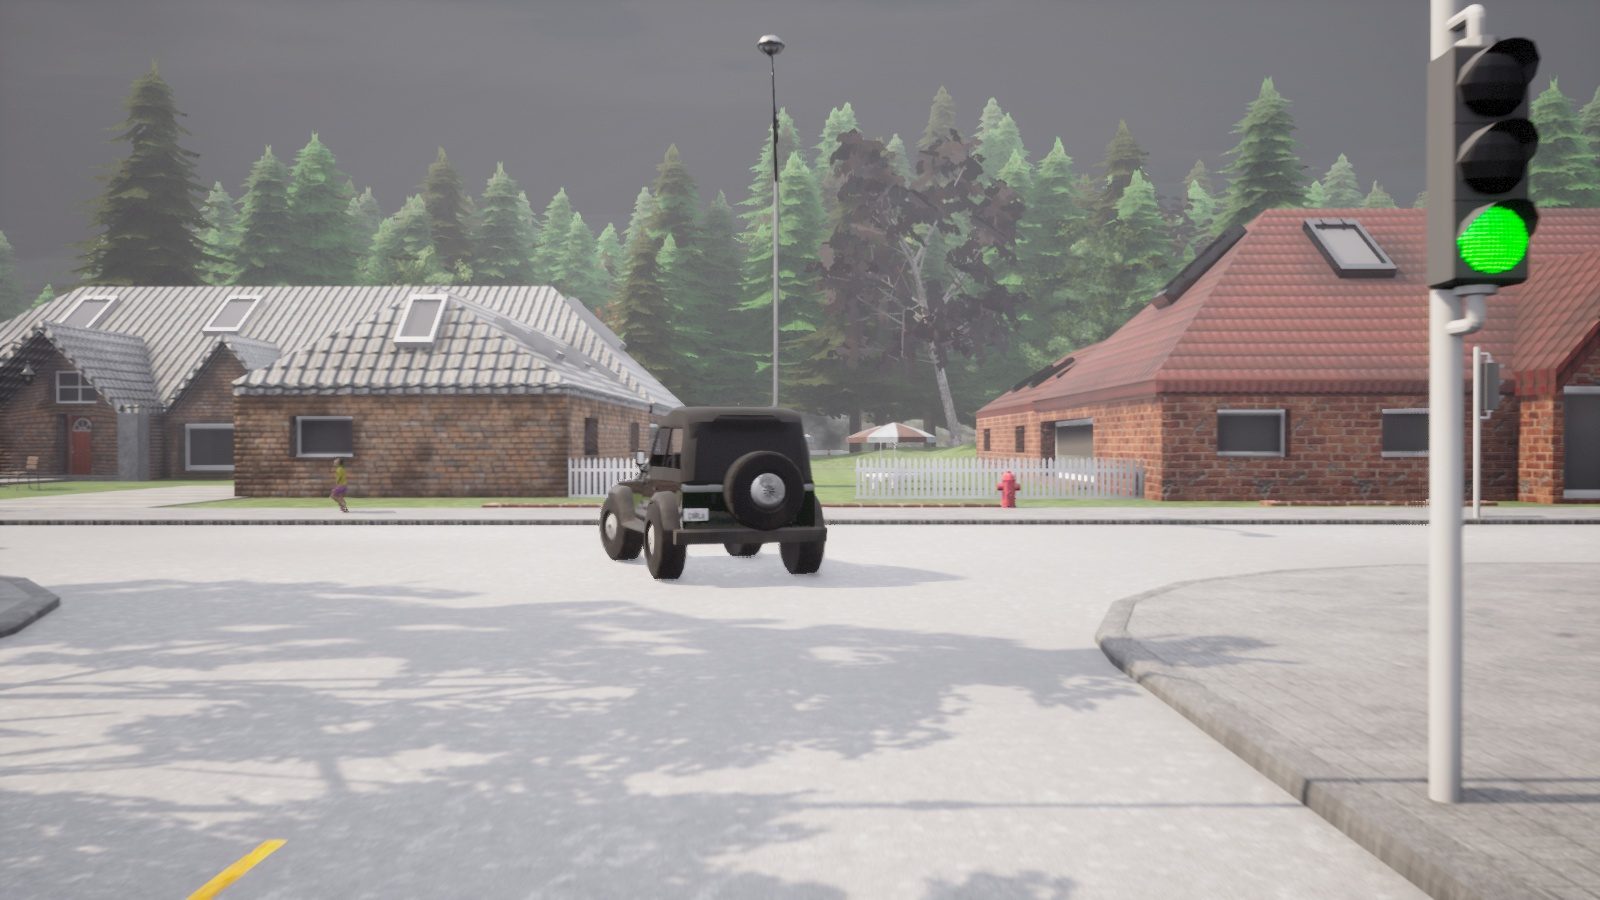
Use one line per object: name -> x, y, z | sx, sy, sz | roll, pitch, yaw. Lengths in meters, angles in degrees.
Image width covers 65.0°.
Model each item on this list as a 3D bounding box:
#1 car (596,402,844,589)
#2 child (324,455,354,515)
car -> -1.094, 0.450, 14.786 | 1.905, 1.878, 3.866 | 0, 0, -20
child -> -9.041, 0.677, 24.616 | 0.473, 1.160, 0.299 | 0, 0, 0
